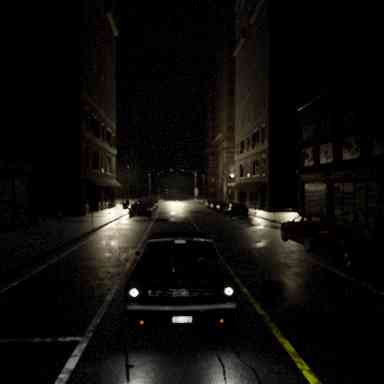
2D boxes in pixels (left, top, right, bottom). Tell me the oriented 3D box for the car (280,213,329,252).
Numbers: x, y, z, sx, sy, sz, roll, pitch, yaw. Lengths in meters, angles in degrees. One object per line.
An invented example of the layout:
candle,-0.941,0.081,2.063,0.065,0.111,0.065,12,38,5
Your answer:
car,5.065,1.552,13.809,1.887,1.381,4.507,-1,0,-4

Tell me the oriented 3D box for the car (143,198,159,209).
car,-5.610,1.567,46.209,1.887,1.381,4.507,-1,0,-4

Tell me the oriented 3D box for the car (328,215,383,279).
car,5.425,1.445,8.316,1.967,1.590,4.097,-1,0,-4

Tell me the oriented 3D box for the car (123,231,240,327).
car,-0.260,1.603,7.195,1.895,1.301,4.718,0,0,-3

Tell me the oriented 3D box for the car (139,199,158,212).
car,-5.248,1.569,40.716,2.008,1.369,4.403,-1,0,-4

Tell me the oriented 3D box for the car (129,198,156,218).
car,-4.527,1.451,29.729,1.967,1.590,4.097,-1,0,-4

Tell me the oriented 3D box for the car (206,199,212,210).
car,3.258,1.568,41.275,1.887,1.381,4.507,-1,0,-4

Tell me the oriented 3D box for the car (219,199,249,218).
car,3.981,1.581,30.289,1.947,1.339,4.313,-1,0,-4

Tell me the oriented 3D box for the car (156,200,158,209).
car,-4.887,1.580,35.223,1.947,1.339,4.313,-1,0,-4

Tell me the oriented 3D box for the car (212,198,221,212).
car,3.620,1.564,35.782,1.887,1.381,4.507,-1,0,-4
